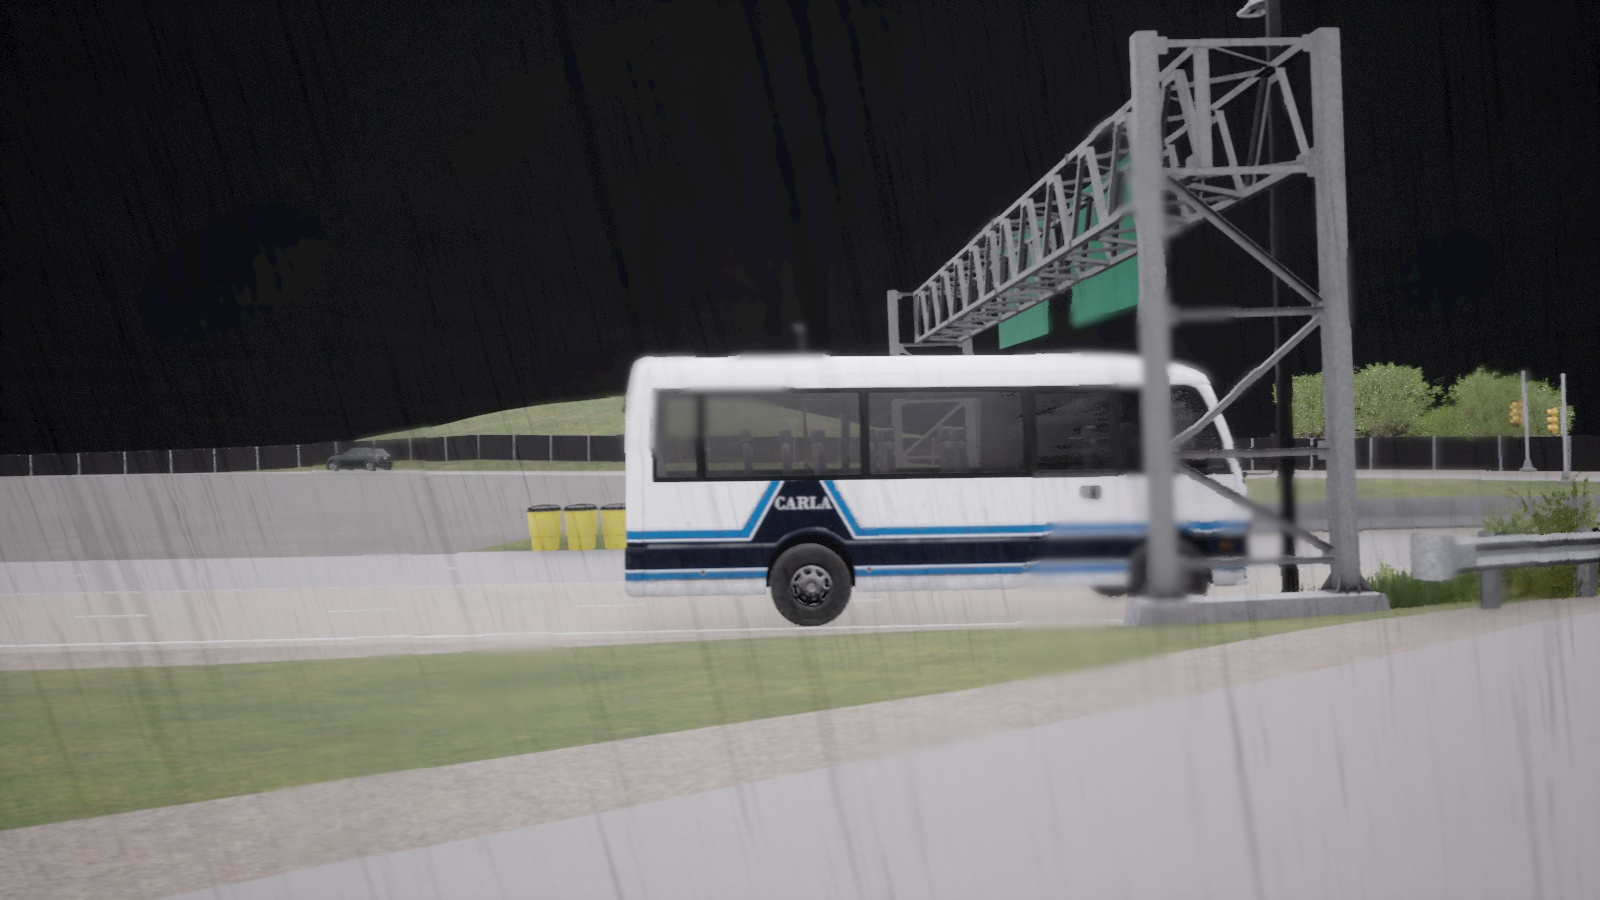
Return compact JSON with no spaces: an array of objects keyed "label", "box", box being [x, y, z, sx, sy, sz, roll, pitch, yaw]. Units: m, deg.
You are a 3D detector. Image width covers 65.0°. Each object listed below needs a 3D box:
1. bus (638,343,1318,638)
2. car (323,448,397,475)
[{"label":"bus","box":[2.647,0.556,20.865,10.273,4.253,3.944,-1,0,-3]},{"label":"car","box":[-31.115,0.819,88.869,4.553,1.767,2.097,-1,1,17]}]
